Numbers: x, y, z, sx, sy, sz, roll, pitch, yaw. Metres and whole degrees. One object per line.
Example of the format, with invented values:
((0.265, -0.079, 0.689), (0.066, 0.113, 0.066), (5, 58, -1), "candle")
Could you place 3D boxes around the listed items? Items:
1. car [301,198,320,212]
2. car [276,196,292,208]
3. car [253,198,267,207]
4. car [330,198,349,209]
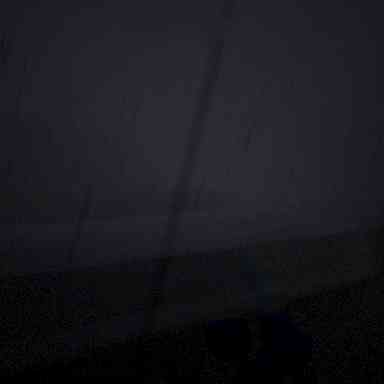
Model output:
((14.033, 1.443, 39.486), (1.882, 1.535, 5.008), (0, 0, 22), "car")
((12.941, 1.326, 46.830), (2.097, 1.767, 4.553), (0, 0, 16), "car")
((10.477, 1.554, 51.148), (1.994, 1.385, 4.181), (0, 0, 14), "car")
((19.523, 1.491, 44.319), (2.033, 1.411, 5.357), (0, 0, 17), "car")
